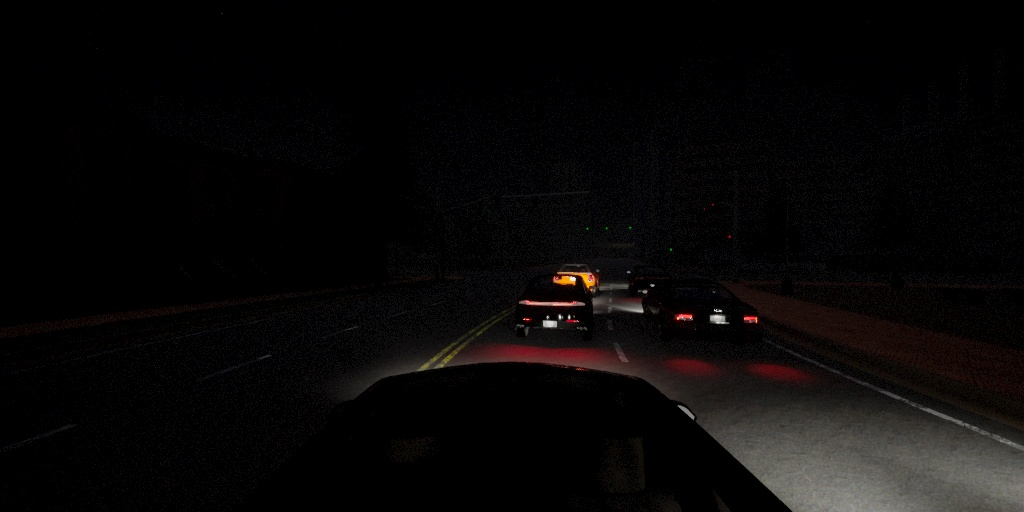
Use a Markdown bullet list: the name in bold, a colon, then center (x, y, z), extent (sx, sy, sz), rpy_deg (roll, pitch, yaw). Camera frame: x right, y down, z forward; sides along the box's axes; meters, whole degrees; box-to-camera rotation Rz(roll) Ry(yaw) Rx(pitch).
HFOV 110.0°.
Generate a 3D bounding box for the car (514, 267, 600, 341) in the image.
- **car**: center (1.319, 1.242, 10.040), extent (2.128, 1.511, 4.902), rpy_deg (0, 0, 12)

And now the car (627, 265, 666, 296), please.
- **car**: center (7.250, 1.228, 19.107), extent (1.882, 1.535, 5.008), rpy_deg (0, 0, 16)

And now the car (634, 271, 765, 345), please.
- **car**: center (4.692, 1.297, 9.613), extent (2.033, 1.411, 5.357), rpy_deg (0, 0, 13)

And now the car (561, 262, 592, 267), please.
- **car**: center (3.481, 1.102, 18.931), extent (2.097, 1.767, 4.553), rpy_deg (0, 0, 16)
